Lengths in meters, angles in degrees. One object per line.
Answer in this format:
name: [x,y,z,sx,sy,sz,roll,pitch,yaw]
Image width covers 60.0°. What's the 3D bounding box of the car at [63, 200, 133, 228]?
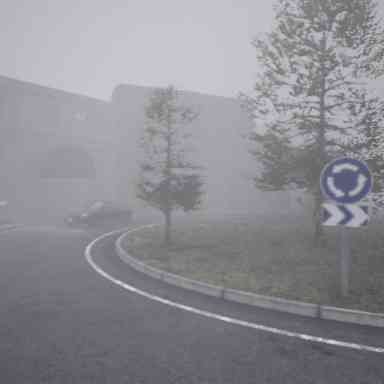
car: [-5.422,1.197,19.861,1.812,1.442,4.674,1,1,28]
